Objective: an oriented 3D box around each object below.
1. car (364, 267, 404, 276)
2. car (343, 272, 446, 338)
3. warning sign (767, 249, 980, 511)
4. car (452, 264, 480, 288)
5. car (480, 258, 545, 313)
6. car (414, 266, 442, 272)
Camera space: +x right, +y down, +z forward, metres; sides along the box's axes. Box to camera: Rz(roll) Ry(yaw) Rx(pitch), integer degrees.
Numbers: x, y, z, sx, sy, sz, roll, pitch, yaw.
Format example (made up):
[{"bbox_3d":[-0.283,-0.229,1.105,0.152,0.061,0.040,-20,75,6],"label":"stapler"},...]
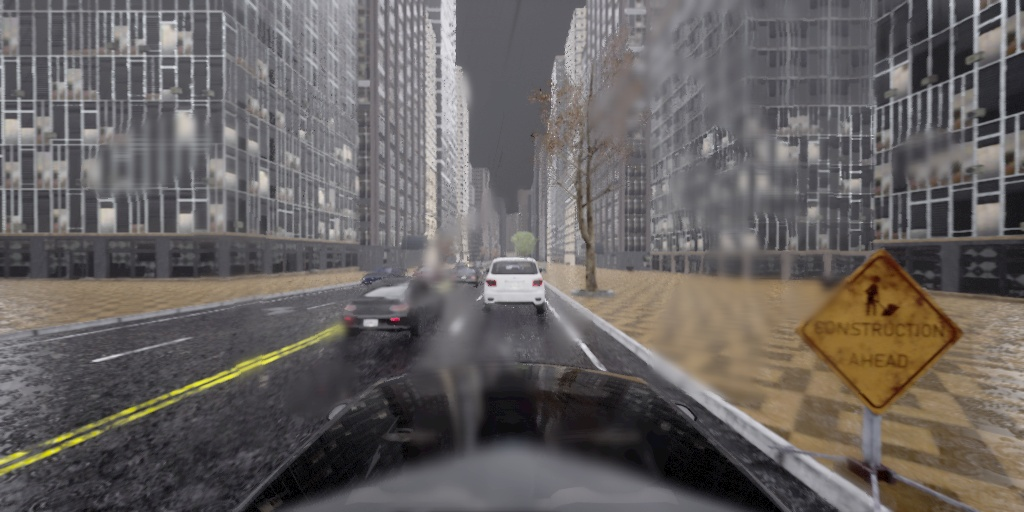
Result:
[{"bbox_3d":[-9.870,1.536,28.011,2.033,1.411,5.357,0,-1,0],"label":"car"},{"bbox_3d":[-3.163,1.354,10.366,1.812,1.442,4.674,0,0,0],"label":"car"},{"bbox_3d":[2.851,0.874,2.848,1.300,1.860,1.060,0,0,0],"label":"warning sign"},{"bbox_3d":[-3.171,1.517,26.301,2.033,1.411,5.357,0,0,0],"label":"car"},{"bbox_3d":[0.090,1.088,14.712,2.150,2.045,5.566,0,0,0],"label":"car"},{"bbox_3d":[-6.619,1.515,28.357,1.812,1.442,4.674,0,-1,0],"label":"car"}]
